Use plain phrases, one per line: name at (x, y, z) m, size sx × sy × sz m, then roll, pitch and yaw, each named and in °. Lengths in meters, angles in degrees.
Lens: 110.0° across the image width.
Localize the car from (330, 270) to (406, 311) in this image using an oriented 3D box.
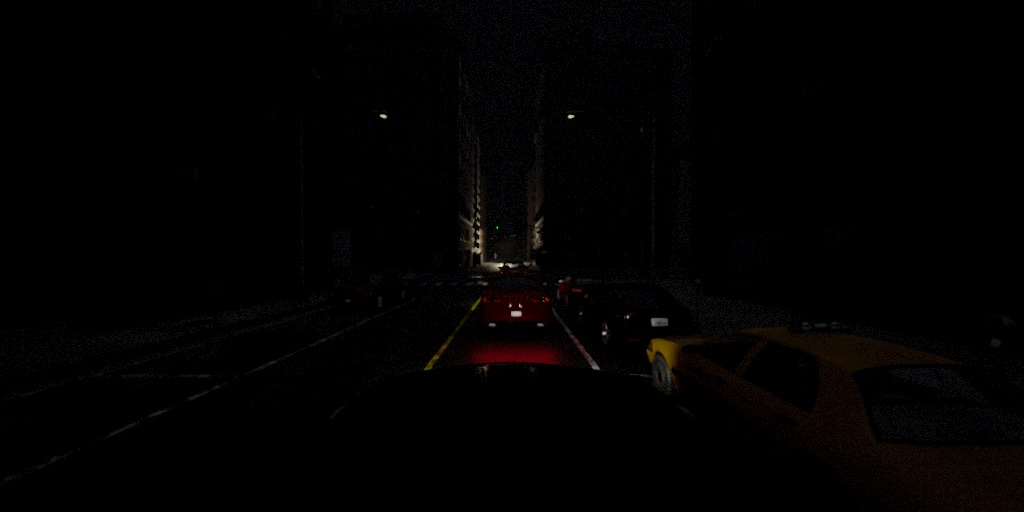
car at (-5.664, 1.304, 14.622) m, size 1.888 × 1.381 × 4.507 m, roll 0°, pitch 0°, yaw 0°

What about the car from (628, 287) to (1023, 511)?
car at (2.874, 1.276, 3.617) m, size 1.751 × 1.417 × 4.829 m, roll 0°, pitch 0°, yaw 0°

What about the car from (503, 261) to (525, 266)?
car at (0.110, 1.118, 25.384) m, size 2.097 × 1.767 × 4.553 m, roll 0°, pitch 0°, yaw 0°

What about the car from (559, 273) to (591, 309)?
car at (2.881, 1.341, 14.619) m, size 1.802 × 1.307 × 4.207 m, roll 0°, pitch 0°, yaw 0°

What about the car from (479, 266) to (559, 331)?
car at (0.102, 1.234, 11.015) m, size 1.882 × 1.535 × 5.008 m, roll 0°, pitch 0°, yaw 0°

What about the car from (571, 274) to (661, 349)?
car at (2.877, 1.321, 9.033) m, size 1.948 × 1.339 × 4.313 m, roll 0°, pitch 0°, yaw 0°
